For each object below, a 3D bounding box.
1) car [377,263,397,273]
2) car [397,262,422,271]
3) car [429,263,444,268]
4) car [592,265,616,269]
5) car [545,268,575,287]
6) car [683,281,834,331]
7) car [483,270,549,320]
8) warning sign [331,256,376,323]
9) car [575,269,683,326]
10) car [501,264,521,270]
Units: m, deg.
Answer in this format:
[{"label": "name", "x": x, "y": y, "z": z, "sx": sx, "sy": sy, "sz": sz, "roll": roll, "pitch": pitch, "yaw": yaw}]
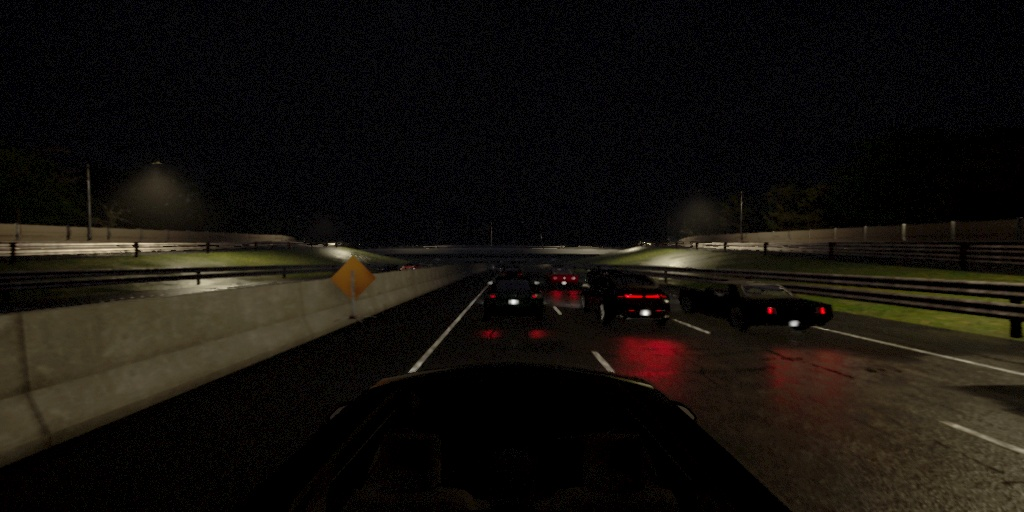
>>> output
[{"label": "car", "x": -17.817, "y": 1.803, "z": 51.665, "sx": 2.128, "sy": 1.511, "sz": 4.902, "roll": 0, "pitch": -1, "yaw": 0}, {"label": "car", "x": -14.320, "y": 1.658, "z": 51.383, "sx": 2.097, "sy": 1.767, "sz": 4.553, "roll": 0, "pitch": -1, "yaw": 0}, {"label": "car", "x": -10.827, "y": 1.810, "z": 52.001, "sx": 2.128, "sy": 1.511, "sz": 4.902, "roll": 0, "pitch": -1, "yaw": 0}, {"label": "car", "x": 6.998, "y": 1.450, "z": 27.701, "sx": 2.128, "sy": 1.511, "sz": 4.902, "roll": 0, "pitch": -1, "yaw": 0}, {"label": "car", "x": 3.498, "y": 1.542, "z": 26.239, "sx": 1.895, "sy": 1.301, "sz": 4.718, "roll": 0, "pitch": -1, "yaw": 0}, {"label": "car", "x": 7.051, "y": 1.413, "z": 11.175, "sx": 1.895, "sy": 1.301, "sz": 4.718, "roll": 0, "pitch": 0, "yaw": 0}, {"label": "car", "x": 0.058, "y": 1.389, "z": 13.017, "sx": 1.994, "sy": 1.385, "sz": 4.181, "roll": 0, "pitch": 0, "yaw": 0}, {"label": "warning sign", "x": -4.557, "y": 0.922, "z": 10.290, "sx": 1.300, "sy": 1.860, "sz": 1.060, "roll": 0, "pitch": 0, "yaw": 0}, {"label": "car", "x": 3.556, "y": 1.320, "z": 11.983, "sx": 1.837, "sy": 1.490, "sz": 4.892, "roll": 0, "pitch": -1, "yaw": 0}, {"label": "car", "x": -0.004, "y": 1.494, "z": 28.714, "sx": 1.812, "sy": 1.442, "sz": 4.674, "roll": 0, "pitch": -1, "yaw": 0}]
